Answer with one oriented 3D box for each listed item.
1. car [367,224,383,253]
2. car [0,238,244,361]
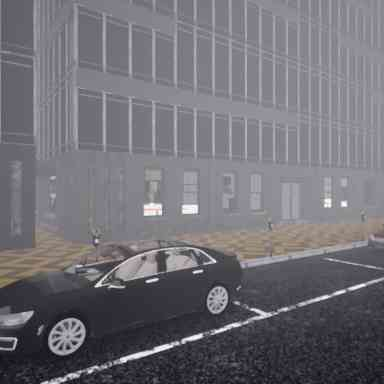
[{"bbox_3d":[8.257,1.578,12.402,4.206,1.307,1.802,0,0,-35],"label":"car"},{"bbox_3d":[-1.031,1.550,5.819,4.403,1.369,2.008,0,0,-35],"label":"car"}]
